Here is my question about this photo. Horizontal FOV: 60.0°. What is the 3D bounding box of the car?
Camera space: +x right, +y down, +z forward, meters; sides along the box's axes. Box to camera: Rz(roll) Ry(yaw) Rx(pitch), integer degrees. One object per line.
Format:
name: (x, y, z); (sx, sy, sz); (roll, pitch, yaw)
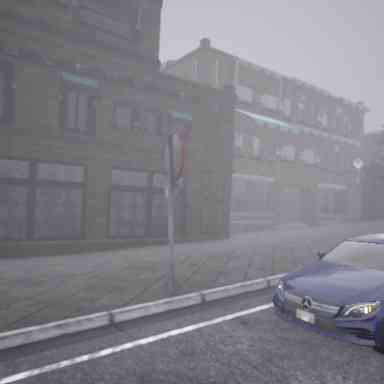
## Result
car: (3.551, 1.563, 6.229); (4.674, 1.442, 1.812); (0, 0, -36)
